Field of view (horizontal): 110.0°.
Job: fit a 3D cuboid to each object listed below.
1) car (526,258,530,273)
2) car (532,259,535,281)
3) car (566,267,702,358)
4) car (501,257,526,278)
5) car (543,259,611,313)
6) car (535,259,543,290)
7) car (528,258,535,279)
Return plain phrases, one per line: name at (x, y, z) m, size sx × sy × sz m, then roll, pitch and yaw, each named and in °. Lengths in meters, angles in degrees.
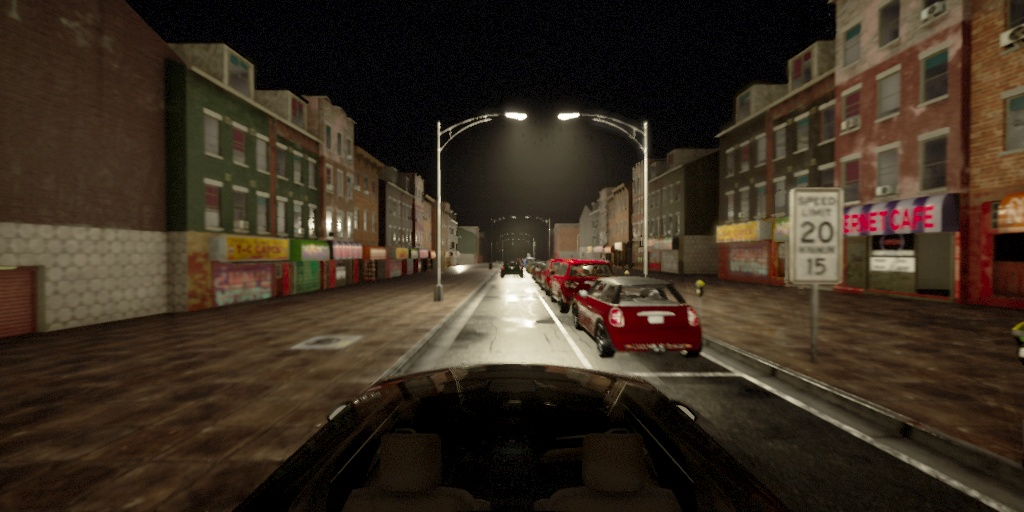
car at (2.636, 1.304, 41.076) m, size 1.751 × 1.417 × 4.829 m, roll 0°, pitch 0°, yaw 0°
car at (2.637, 1.197, 24.700) m, size 1.967 × 1.591 × 4.097 m, roll 0°, pitch 0°, yaw 0°
car at (2.637, 1.189, 8.494) m, size 1.967 × 1.591 × 4.097 m, roll 0°, pitch 0°, yaw 0°
car at (0.007, 1.121, 34.442) m, size 2.097 × 1.767 × 4.553 m, roll 0°, pitch 0°, yaw 0°
car at (2.637, 1.065, 13.895) m, size 2.192 × 1.841 × 5.009 m, roll 0°, pitch 0°, yaw 0°
car at (2.637, 1.068, 19.298) m, size 2.192 × 1.841 × 5.009 m, roll 0°, pitch 0°, yaw 0°
car at (2.637, 1.203, 30.102) m, size 1.967 × 1.591 × 4.097 m, roll 0°, pitch 0°, yaw 0°
